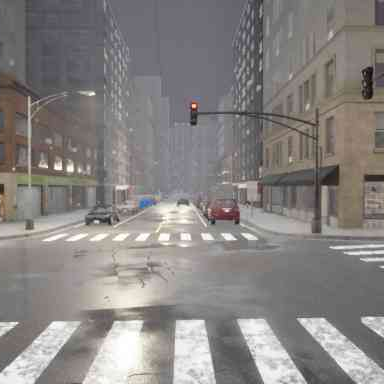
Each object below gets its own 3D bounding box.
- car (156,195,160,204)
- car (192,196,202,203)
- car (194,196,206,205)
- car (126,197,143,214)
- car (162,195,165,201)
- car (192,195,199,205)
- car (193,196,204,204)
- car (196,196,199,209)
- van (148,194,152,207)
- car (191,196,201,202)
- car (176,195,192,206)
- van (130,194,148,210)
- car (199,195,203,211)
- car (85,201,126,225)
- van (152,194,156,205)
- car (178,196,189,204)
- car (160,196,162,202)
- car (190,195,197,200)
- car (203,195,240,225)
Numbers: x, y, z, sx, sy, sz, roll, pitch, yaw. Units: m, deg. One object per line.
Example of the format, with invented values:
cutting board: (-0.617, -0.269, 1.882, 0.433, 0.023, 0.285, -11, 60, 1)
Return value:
car: (-7.223, 1.312, 57.403, 2.192, 1.841, 5.009, -1, 0, -2)
car: (1.007, 1.557, 68.804, 1.947, 1.339, 4.313, -1, 0, -2)
car: (1.305, 1.522, 57.806, 1.752, 1.417, 4.829, -1, 0, -2)
car: (-6.604, 1.529, 34.898, 1.752, 1.417, 4.829, -1, 0, -2)
car: (-7.680, 1.428, 74.153, 1.967, 1.590, 4.097, -1, 0, -2)
car: (1.611, 1.316, 46.468, 2.192, 1.841, 5.009, -1, 0, -2)
car: (1.158, 1.560, 63.220, 1.947, 1.339, 4.313, -1, 0, -2)
car: (1.760, 1.528, 41.054, 1.752, 1.417, 4.829, -1, 0, -2)
van: (-6.917, 1.342, 46.235, 1.690, 1.788, 3.998, -1, 0, -2)
car: (0.855, 1.538, 74.387, 2.008, 1.369, 4.403, -1, 0, -2)
car: (-1.434, 1.504, 53.479, 1.837, 1.490, 4.892, 0, 0, -2)
van: (-6.764, 1.344, 40.651, 1.690, 1.788, 3.998, -1, 0, -2)
car: (2.066, 1.319, 29.717, 2.192, 1.841, 5.009, -1, 0, -2)
car: (-6.302, 1.569, 23.900, 1.947, 1.339, 4.313, -1, 0, -2)
van: (-7.070, 1.340, 51.819, 1.690, 1.788, 3.998, -1, 0, -2)
car: (-1.719, 1.541, 63.897, 2.033, 1.411, 5.357, 0, 0, -2)
car: (-7.374, 1.434, 62.986, 1.967, 1.590, 4.097, -1, 0, -2)
car: (0.400, 1.525, 91.139, 2.008, 1.369, 4.403, -1, 0, -2)
car: (2.217, 1.318, 24.133, 2.192, 1.841, 5.009, -1, 0, -2)
